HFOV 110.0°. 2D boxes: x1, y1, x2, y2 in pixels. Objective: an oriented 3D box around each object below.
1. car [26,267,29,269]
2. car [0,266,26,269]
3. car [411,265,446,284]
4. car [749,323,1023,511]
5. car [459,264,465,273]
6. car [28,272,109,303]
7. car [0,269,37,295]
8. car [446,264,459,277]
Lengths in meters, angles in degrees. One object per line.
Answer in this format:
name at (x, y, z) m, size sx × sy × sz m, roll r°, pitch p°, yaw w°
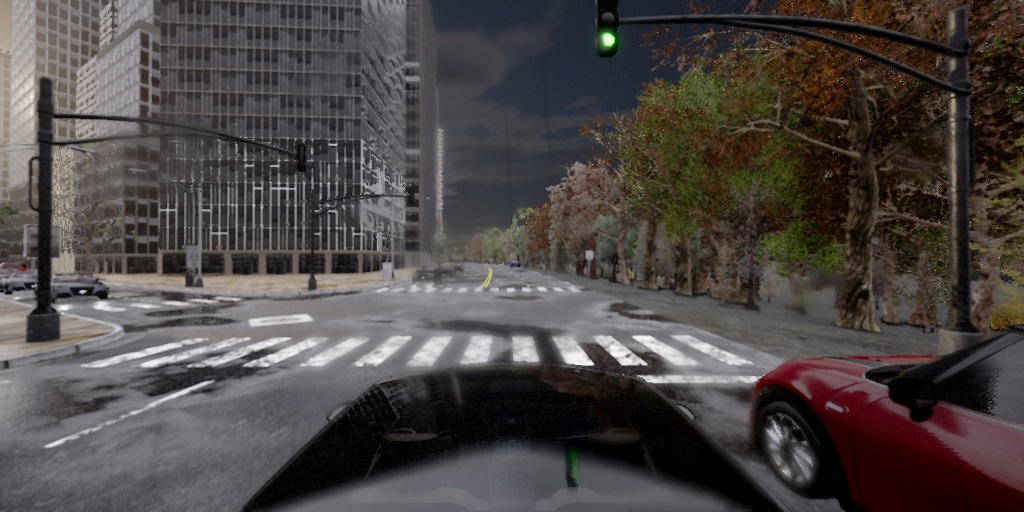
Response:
car at (-48.937, 2.065, 36.530) m, size 4.718 × 1.301 × 1.895 m, roll -1°, pitch -1°, yaw 28°
car at (-41.274, 1.819, 28.744) m, size 4.892 × 1.490 × 1.837 m, roll -1°, pitch -1°, yaw 28°
car at (-7.132, 1.567, 30.454) m, size 1.994 × 1.385 × 4.181 m, roll 0°, pitch 0°, yaw -2°
car at (3.331, 1.068, 1.649) m, size 2.097 × 1.767 × 4.553 m, roll -1°, pitch -2°, yaw 1°
car at (-8.173, 1.816, 53.690) m, size 1.895 × 1.301 × 4.718 m, roll 0°, pitch -1°, yaw -3°
car at (-23.386, 1.639, 19.026) m, size 4.181 × 1.385 × 1.994 m, roll -1°, pitch -1°, yaw 29°
car at (-32.121, 1.754, 23.769) m, size 4.181 × 1.385 × 1.994 m, roll -1°, pitch -1°, yaw 29°
car at (-7.528, 1.697, 40.728) m, size 1.895 × 1.301 × 4.718 m, roll 0°, pitch -1°, yaw -3°
